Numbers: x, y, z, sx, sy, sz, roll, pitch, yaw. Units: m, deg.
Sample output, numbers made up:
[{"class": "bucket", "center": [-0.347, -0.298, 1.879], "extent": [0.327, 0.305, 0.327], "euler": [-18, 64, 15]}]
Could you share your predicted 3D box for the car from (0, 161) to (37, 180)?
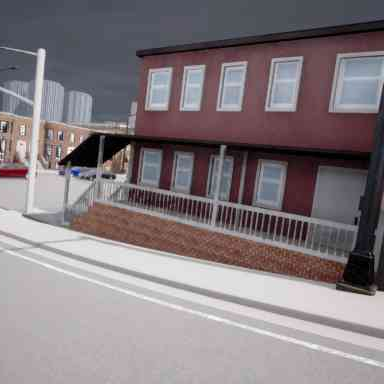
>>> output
[{"class": "car", "center": [-17.389, -2.065, 31.673], "extent": [1.882, 1.535, 5.008], "euler": [10, 6, 35]}]

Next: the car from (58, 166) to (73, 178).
[{"class": "car", "center": [-14.336, -2.577, 41.831], "extent": [1.882, 1.535, 5.008], "euler": [10, 7, 36]}]

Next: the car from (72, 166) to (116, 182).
[{"class": "car", "center": [-11.355, -2.047, 40.047], "extent": [2.128, 1.511, 4.902], "euler": [10, 6, 35]}]

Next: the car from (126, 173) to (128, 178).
[{"class": "car", "center": [-7.919, -2.555, 50.694], "extent": [2.128, 1.511, 4.902], "euler": [10, 6, 36]}]
